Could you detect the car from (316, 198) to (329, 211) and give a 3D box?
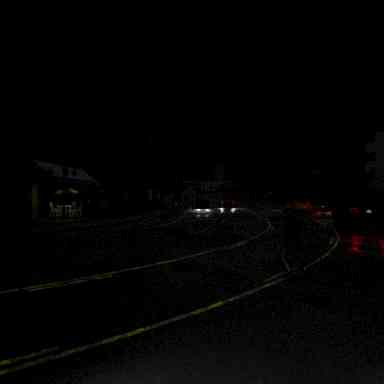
[{"bbox_3d":[15.505,1.491,41.396,2.128,1.511,4.902,0,0,2],"label":"car"}]

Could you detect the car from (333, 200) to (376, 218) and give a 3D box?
[{"bbox_3d":[14.993,1.505,30.976,1.837,1.490,4.892,0,0,4],"label":"car"}]

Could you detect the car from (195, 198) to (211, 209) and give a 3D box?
[{"bbox_3d":[1.485,1.564,45.161,1.994,1.385,4.181,0,0,2],"label":"car"}]

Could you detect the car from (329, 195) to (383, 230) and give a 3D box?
[{"bbox_3d":[10.541,1.216,21.235,2.150,2.045,5.566,0,-1,13],"label":"car"}]

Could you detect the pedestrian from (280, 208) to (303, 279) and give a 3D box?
[{"bbox_3d":[2.557,1.294,8.611,0.375,1.860,0.375,0,0,40],"label":"pedestrian"}]

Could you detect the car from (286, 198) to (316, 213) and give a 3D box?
[{"bbox_3d":[11.839,1.478,37.091,1.882,1.535,5.008,0,0,3],"label":"car"}]

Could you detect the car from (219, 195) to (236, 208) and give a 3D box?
[{"bbox_3d":[5.112,1.351,48.359,2.097,1.767,4.553,0,0,2],"label":"car"}]
